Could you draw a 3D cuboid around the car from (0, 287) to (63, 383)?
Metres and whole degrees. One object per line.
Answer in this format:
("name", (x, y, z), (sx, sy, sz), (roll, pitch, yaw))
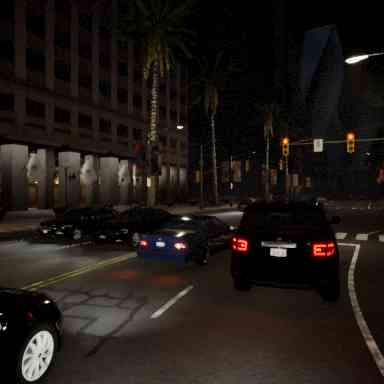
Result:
("car", (-2.896, 1.505, 2.552), (1.837, 1.490, 4.892), (0, 0, 9))

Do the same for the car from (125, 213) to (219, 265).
("car", (0.188, 1.547, 11.790), (2.033, 1.411, 5.357), (0, 0, 26))

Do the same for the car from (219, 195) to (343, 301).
("car", (2.613, 1.221, 8.701), (2.150, 2.045, 5.566), (0, 0, 22))

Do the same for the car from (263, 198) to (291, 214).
("car", (9.616, 1.477, 37.287), (1.882, 1.535, 5.008), (0, 0, 29))

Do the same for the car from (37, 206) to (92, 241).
("car", (-5.411, 1.505, 16.848), (1.837, 1.490, 4.892), (0, 0, 26))

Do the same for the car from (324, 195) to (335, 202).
("car", (33.370, 1.540, 80.618), (2.033, 1.411, 5.357), (0, 0, 29))

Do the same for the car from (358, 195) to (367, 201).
("car", (40.993, 1.595, 80.015), (1.895, 1.301, 4.718), (0, 0, 28))

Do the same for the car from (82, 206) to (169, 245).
("car", (-2.356, 1.477, 15.145), (1.882, 1.535, 5.008), (0, 0, 27))

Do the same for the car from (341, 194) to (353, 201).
("car", (37.966, 1.355, 81.776), (2.097, 1.767, 4.553), (0, 0, 28))

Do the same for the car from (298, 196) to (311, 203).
("car", (24.091, 1.524, 70.953), (1.812, 1.442, 4.674), (0, 0, 29))

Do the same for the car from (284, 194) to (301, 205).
("car", (18.345, 1.352, 60.527), (2.097, 1.767, 4.553), (0, 0, 29))

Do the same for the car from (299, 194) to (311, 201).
("car", (30.191, 1.354, 88.663), (2.185, 1.767, 4.553), (0, 0, 28))

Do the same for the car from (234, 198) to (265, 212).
("car", (6.900, 1.491, 39.617), (2.128, 1.511, 4.902), (0, 0, 29))

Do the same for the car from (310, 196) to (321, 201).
("car", (31.089, 1.594, 83.749), (1.895, 1.301, 4.718), (0, 0, 28))

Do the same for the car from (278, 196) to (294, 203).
("car", (19.633, 1.513, 69.440), (2.161, 1.482, 4.786), (0, 0, 28))
